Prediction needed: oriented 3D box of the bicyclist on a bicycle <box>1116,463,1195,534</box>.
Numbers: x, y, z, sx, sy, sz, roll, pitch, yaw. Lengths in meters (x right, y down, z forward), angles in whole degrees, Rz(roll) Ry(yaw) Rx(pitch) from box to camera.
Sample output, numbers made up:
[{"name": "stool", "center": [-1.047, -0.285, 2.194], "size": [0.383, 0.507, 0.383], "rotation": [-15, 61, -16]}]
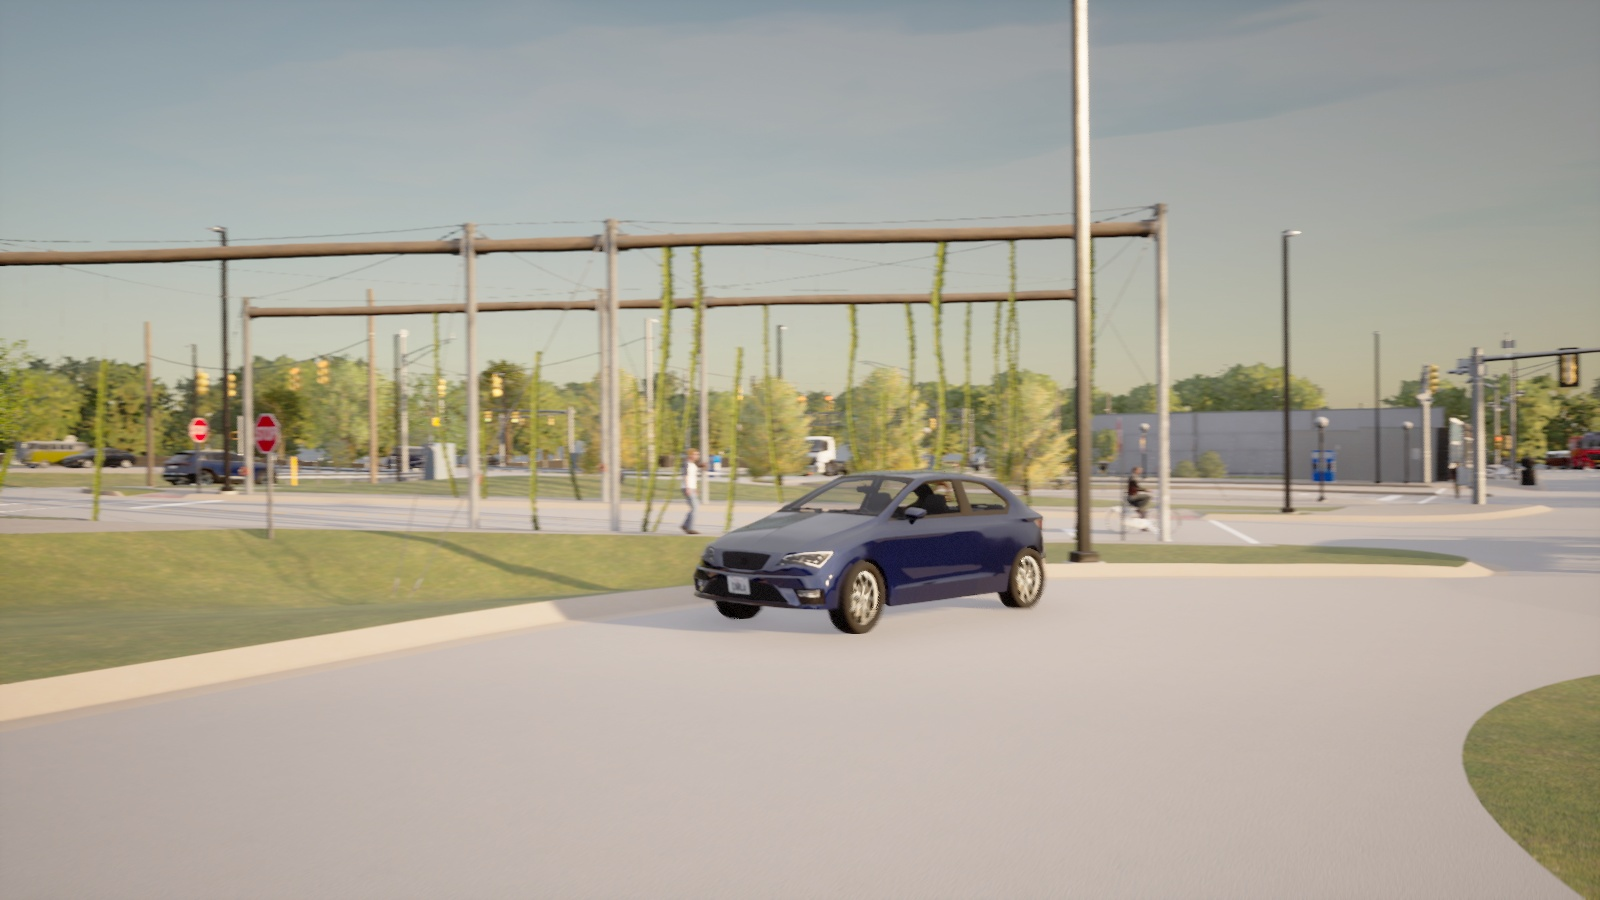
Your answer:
[{"name": "bicyclist on a bicycle", "center": [9.020, 1.224, 31.888], "size": [1.843, 1.776, 0.659], "rotation": [0, 0, 7]}]

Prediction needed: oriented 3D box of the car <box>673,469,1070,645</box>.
[{"name": "car", "center": [0.881, 0.950, 12.892], "size": [1.816, 1.474, 4.193], "rotation": [-1, -1, 43]}]

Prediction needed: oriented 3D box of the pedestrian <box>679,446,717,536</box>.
[{"name": "pedestrian", "center": [-2.123, 0.852, 26.225], "size": [0.706, 1.836, 0.354], "rotation": [-1, 0, 3]}]

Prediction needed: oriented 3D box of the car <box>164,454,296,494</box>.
[{"name": "car", "center": [-24.363, 1.037, 53.856], "size": [2.033, 1.649, 4.856], "rotation": [-1, -1, 30]}]

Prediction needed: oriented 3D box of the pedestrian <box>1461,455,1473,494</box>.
[{"name": "pedestrian", "center": [31.670, 1.165, 59.630], "size": [0.431, 1.840, 0.703], "rotation": [-1, 0, 32]}]
